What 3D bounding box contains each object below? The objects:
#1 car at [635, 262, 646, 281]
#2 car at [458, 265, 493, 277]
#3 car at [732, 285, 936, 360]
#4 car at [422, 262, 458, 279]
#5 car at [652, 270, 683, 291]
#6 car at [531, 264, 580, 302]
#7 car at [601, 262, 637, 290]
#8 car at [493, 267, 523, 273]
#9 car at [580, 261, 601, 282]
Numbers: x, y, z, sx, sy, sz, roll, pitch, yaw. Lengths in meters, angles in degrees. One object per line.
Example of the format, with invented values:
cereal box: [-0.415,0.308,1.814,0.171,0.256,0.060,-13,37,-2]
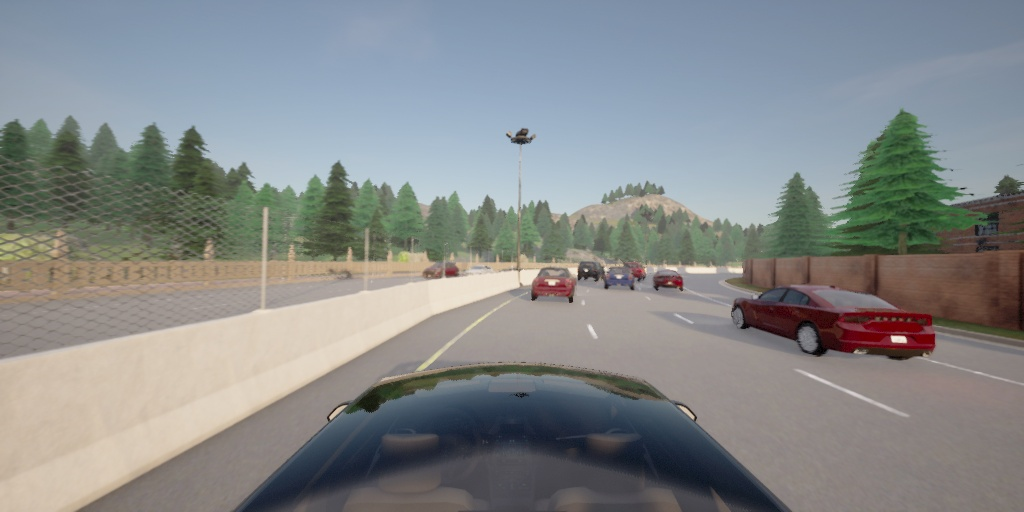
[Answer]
car: [13.982,1.755,41.259,2.150,2.045,5.566,1,-1,27]
car: [-3.388,1.650,37.348,1.812,1.442,4.674,1,-1,21]
car: [7.701,1.481,9.334,1.882,1.535,5.008,1,-1,7]
car: [-7.245,1.392,36.938,2.097,1.767,4.553,1,-1,20]
car: [11.884,1.795,27.577,1.882,1.535,5.008,1,-1,18]
car: [2.359,1.369,19.323,2.097,1.767,4.553,1,-1,12]
car: [8.409,1.603,28.026,2.097,1.767,4.553,1,-1,18]
car: [0.125,1.791,36.777,1.895,1.301,4.718,1,-1,22]
car: [8.375,1.594,37.734,2.150,2.045,5.566,1,-1,24]
